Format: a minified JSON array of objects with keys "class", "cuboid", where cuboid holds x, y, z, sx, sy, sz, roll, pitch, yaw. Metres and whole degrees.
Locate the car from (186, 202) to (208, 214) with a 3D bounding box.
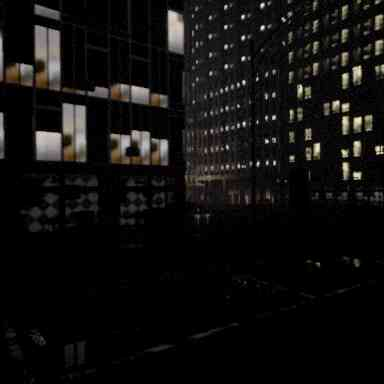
[{"class":"car","cuboid":[-0.019,2.023,42.580,1.837,1.490,4.892,-1,0,-37]}]
